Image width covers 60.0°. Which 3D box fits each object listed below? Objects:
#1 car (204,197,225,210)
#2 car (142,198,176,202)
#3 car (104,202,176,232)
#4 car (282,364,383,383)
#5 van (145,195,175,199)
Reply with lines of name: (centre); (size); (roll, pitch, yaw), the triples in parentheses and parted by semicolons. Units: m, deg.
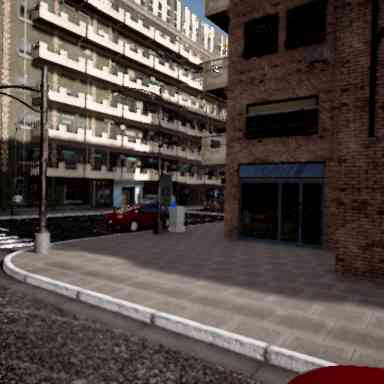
car: (3.217, 1.412, 43.230); (1.967, 1.590, 4.097); (1, 0, 35)
car: (-2.915, 1.450, 24.762); (1.812, 1.442, 4.674); (2, 0, 35)
car: (-3.123, 1.496, 19.830); (1.887, 1.381, 4.507); (1, 0, 35)
car: (2.318, 1.604, 1.352); (4.206, 1.307, 1.802); (1, 1, 35)
van: (-3.344, 1.190, 33.946); (1.690, 1.788, 3.998); (1, 0, 35)
